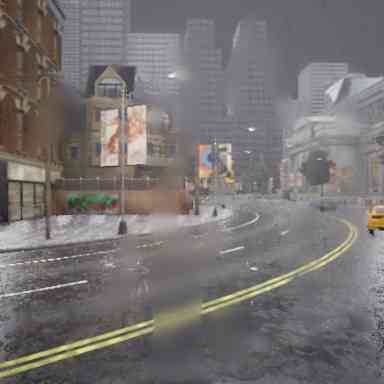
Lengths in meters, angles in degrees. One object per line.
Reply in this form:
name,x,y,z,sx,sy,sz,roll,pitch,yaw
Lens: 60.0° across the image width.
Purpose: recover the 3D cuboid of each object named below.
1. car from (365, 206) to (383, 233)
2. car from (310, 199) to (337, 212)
car,11.387,1.539,19.570,1.882,1.535,5.008,0,0,26
car,15.923,1.635,40.587,2.128,1.511,4.902,0,0,1
